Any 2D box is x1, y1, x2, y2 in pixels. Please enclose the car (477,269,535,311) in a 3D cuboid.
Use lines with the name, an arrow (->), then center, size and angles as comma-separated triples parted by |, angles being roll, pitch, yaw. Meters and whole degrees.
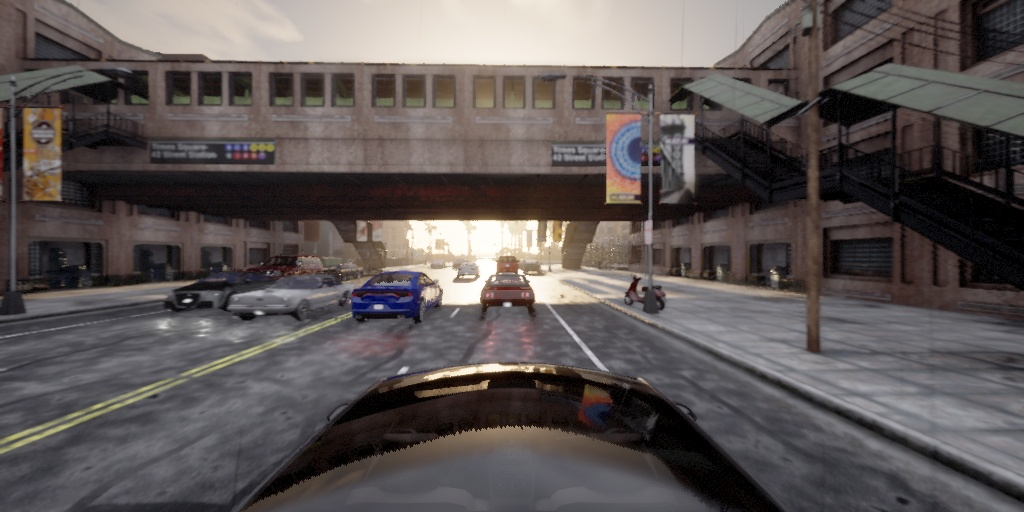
car -> -0.186, 1.351, 14.321 | 1.895, 1.301, 4.718 | 0, 0, -1

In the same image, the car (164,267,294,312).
car -> -10.876, 1.304, 13.978 | 1.994, 1.385, 4.181 | 0, 0, -1

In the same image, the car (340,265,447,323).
car -> -3.645, 1.224, 12.154 | 1.882, 1.535, 5.008 | 0, 0, -1

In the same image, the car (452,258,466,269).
car -> -7.934, 1.096, 55.329 | 2.097, 1.767, 4.553 | 0, 0, 0

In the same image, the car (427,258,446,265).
car -> -11.438, 1.266, 55.902 | 1.812, 1.442, 4.674 | 0, 0, 0

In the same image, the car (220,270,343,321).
car -> -7.353, 1.344, 12.585 | 1.895, 1.301, 4.718 | 0, 0, -1

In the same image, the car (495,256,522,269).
car -> -0.453, 0.972, 35.223 | 2.150, 2.045, 5.566 | 0, 0, -1

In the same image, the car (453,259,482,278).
car -> -3.943, 1.273, 33.160 | 1.812, 1.442, 4.674 | 0, 0, -1
